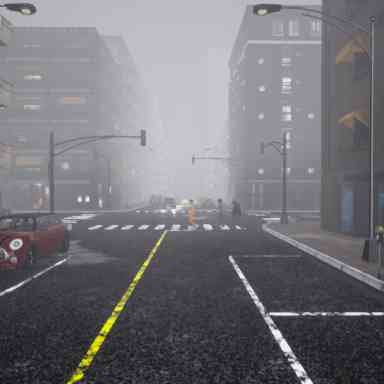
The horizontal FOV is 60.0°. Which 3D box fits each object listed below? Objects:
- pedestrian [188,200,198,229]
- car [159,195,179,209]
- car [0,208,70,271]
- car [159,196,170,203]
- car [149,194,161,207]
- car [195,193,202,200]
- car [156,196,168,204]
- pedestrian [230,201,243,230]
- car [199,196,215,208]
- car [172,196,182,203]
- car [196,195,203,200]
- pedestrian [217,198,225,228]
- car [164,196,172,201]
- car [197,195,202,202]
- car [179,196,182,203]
[{"bbox_3d":[-0.007,1.289,19.769,0.375,1.860,0.375,-1,1,0],"label":"pedestrian"},{"bbox_3d":[-3.102,1.491,45.855,1.837,1.490,4.892,0,0,0],"label":"car"},{"bbox_3d":[-5.517,1.437,10.729,1.967,1.590,4.097,-1,0,0],"label":"car"},{"bbox_3d":[-5.718,1.558,69.319,1.802,1.307,4.206,-1,0,0],"label":"car"},{"bbox_3d":[-5.627,1.298,52.707,2.192,1.841,5.009,-1,0,0],"label":"car"},{"bbox_3d":[2.130,1.518,74.849,1.887,1.381,4.507,-1,0,0],"label":"car"},{"bbox_3d":[-5.687,1.504,63.611,1.752,1.417,4.829,-1,0,0],"label":"car"},{"bbox_3d":[2.559,1.289,19.239,0.375,1.860,0.375,-1,1,0],"label":"pedestrian"},{"bbox_3d":[2.288,1.568,47.154,1.802,1.307,4.206,-1,0,0],"label":"car"},{"bbox_3d":[-3.154,1.514,71.115,2.033,1.411,5.357,0,0,0],"label":"car"},{"bbox_3d":[2.036,1.546,91.467,1.802,1.307,4.206,-1,0,0],"label":"car"},{"bbox_3d":[1.771,1.291,20.434,0.375,1.860,0.375,-1,1,0],"label":"pedestrian"},{"bbox_3d":[-5.781,1.552,80.393,1.802,1.307,4.206,-1,0,0],"label":"car"},{"bbox_3d":[2.256,1.534,52.693,2.008,1.369,4.403,-1,0,0],"label":"car"},{"bbox_3d":[-3.159,1.582,56.989,1.895,1.301,4.718,0,0,0],"label":"car"}]
